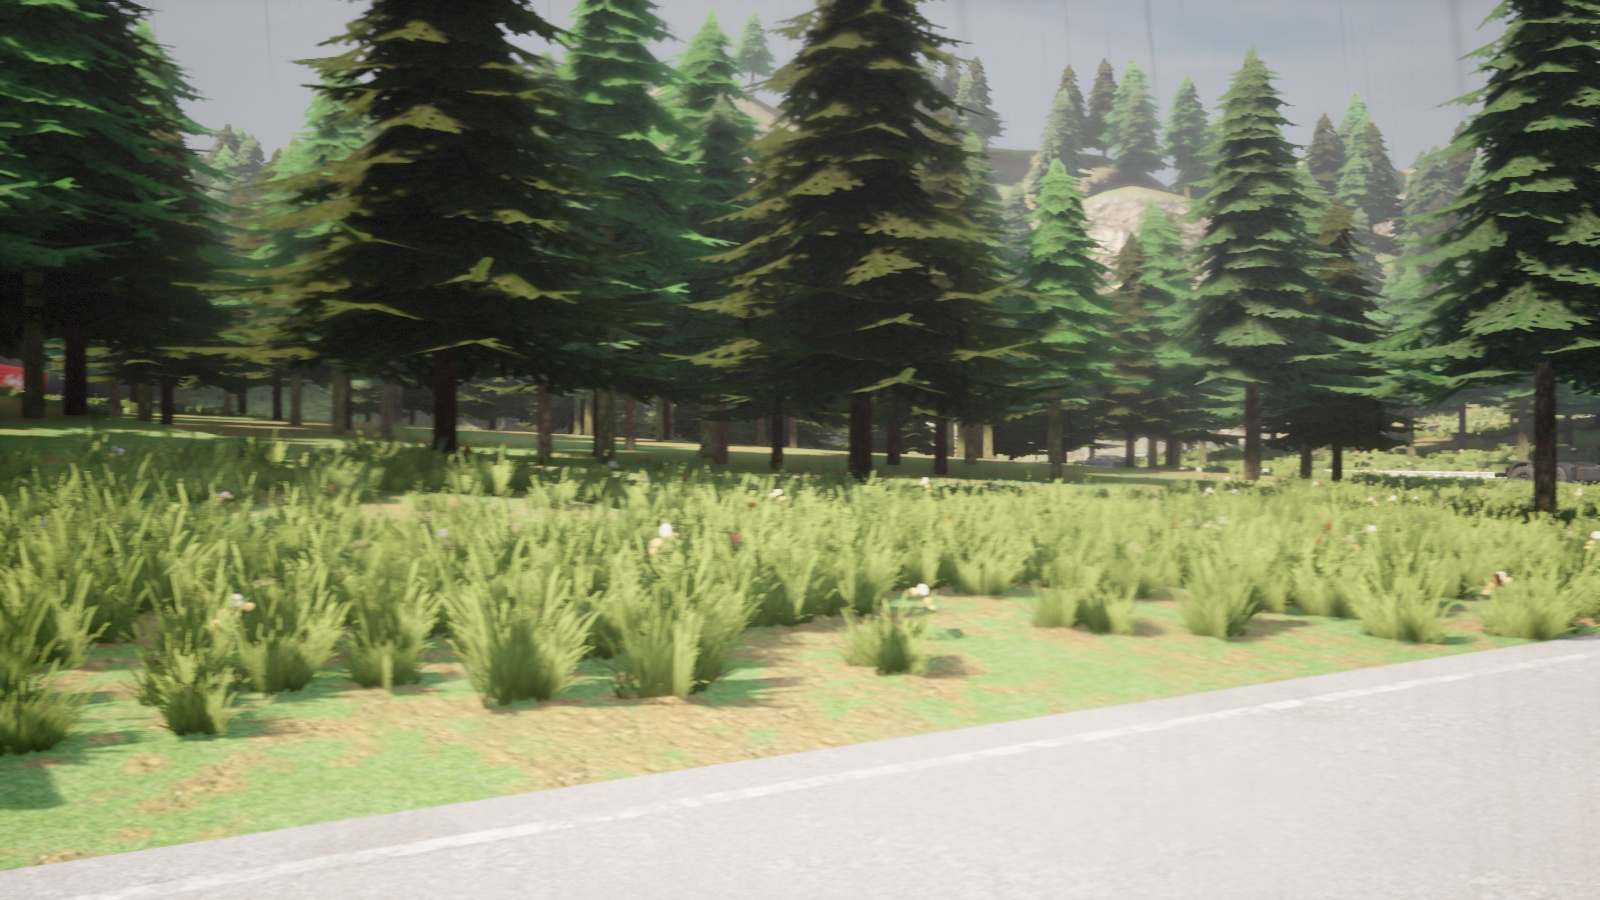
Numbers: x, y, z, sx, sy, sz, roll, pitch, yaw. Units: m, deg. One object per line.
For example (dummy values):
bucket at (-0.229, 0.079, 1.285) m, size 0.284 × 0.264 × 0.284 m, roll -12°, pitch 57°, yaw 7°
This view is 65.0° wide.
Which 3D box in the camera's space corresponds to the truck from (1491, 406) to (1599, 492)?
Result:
truck at (33.197, -0.054, 51.693) m, size 2.891 × 3.462 × 7.936 m, roll 0°, pitch 0°, yaw -32°

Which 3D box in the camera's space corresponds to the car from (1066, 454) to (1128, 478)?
car at (19.038, 1.027, 80.558) m, size 1.845 × 1.501 × 3.633 m, roll 0°, pitch 0°, yaw -32°

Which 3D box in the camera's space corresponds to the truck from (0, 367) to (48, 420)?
truck at (-43.631, -3.143, 67.246) m, size 2.627 × 2.467 × 5.204 m, roll -1°, pitch -5°, yaw 17°
